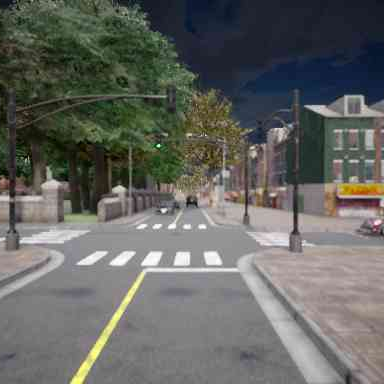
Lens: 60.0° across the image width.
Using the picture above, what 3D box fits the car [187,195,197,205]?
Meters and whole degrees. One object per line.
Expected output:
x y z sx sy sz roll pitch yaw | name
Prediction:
-0.022 1.649 70.414 2.150 2.045 5.566 0 -1 0 | car

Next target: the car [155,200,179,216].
-2.851 1.742 36.034 2.128 1.511 4.902 0 -1 0 | car

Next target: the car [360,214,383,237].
11.828 1.689 18.935 4.097 1.590 1.967 1 0 0 | car

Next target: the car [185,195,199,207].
-0.018 1.672 59.992 2.150 2.045 5.566 0 -1 0 | car
